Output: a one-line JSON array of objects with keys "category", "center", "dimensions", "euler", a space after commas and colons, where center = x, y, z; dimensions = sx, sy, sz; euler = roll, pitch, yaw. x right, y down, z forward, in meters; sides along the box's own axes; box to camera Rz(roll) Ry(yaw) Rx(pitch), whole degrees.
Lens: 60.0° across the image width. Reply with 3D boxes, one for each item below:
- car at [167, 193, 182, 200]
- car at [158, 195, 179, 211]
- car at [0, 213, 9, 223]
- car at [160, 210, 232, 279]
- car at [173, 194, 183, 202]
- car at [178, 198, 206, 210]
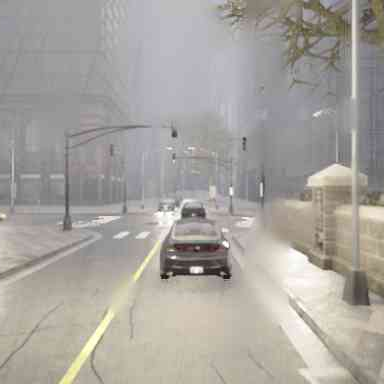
[{"category": "car", "center": [-3.070, 1.249, 51.226], "dimensions": [2.150, 2.045, 5.566], "euler": [0, 0, 1]}, {"category": "car", "center": [-3.091, 1.551, 41.340], "dimensions": [2.128, 1.511, 4.902], "euler": [0, 0, 0]}, {"category": "car", "center": [-14.933, 1.466, 22.343], "dimensions": [4.829, 1.417, 1.752], "euler": [1, -1, 0]}, {"category": "car", "center": [0.097, 1.537, 10.060], "dimensions": [1.837, 1.490, 4.892], "euler": [0, 0, 0]}, {"category": "car", "center": [-3.001, 1.276, 71.508], "dimensions": [2.097, 1.767, 4.553], "euler": [0, 0, 0]}, {"category": "car", "center": [0.097, 1.551, 27.085], "dimensions": [1.882, 1.535, 5.008], "euler": [0, 0, 0]}]
